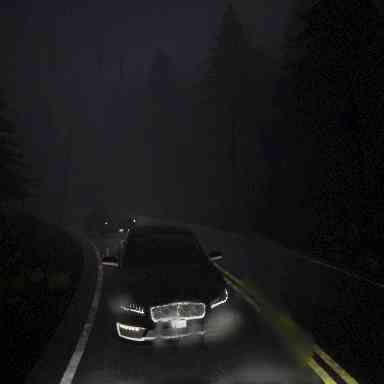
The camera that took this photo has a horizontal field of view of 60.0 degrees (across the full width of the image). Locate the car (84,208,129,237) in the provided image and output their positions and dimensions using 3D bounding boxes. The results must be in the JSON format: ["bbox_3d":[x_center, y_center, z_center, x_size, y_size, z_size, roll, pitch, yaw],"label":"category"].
[{"bbox_3d":[-4.615,1.609,18.513,1.895,1.301,4.718,-3,1,-29],"label":"car"}]

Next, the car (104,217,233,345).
[{"bbox_3d":[-0.640,1.494,6.775,1.837,1.490,4.892,-1,0,-11],"label":"car"}]
